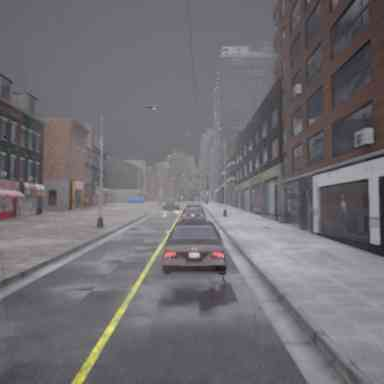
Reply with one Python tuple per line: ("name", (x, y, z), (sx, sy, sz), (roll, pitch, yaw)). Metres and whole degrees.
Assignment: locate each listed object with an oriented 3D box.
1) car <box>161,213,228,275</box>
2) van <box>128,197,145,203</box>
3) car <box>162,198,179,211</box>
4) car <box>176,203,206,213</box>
("car", (0.076, 1.629, 10.751), (2.033, 1.411, 5.357), (0, 0, 0))
("van", (-12.805, 1.965, 76.582), (3.998, 1.788, 1.690), (0, -3, 0))
("car", (-2.769, 1.548, 44.660), (2.097, 1.767, 4.553), (0, 0, 0))
("car", (0.101, 1.696, 25.694), (2.033, 1.411, 5.357), (0, 0, 0))
